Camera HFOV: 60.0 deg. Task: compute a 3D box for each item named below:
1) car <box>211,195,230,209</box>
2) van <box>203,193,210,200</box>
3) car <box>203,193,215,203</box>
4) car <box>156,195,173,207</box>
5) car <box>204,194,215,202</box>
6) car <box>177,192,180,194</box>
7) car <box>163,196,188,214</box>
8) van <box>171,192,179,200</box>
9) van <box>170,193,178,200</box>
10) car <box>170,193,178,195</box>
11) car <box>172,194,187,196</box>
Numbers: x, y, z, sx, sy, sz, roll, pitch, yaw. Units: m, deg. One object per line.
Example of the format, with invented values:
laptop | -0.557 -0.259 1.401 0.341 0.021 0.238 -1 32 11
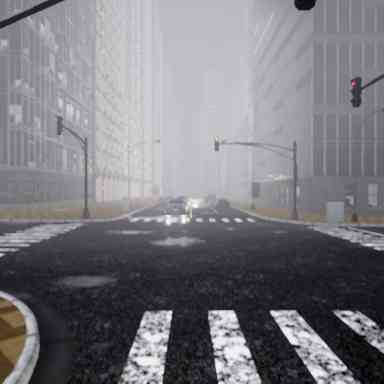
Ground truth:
car | 3.826 1.438 42.231 1.947 1.339 4.313 0 0 0
van | 3.521 1.050 80.921 1.690 1.788 3.998 0 0 0
car | 3.631 1.098 64.338 2.192 1.841 5.009 0 0 0
car | -4.140 1.433 47.705 1.802 1.307 4.206 0 0 0
car | 3.594 1.198 69.867 1.967 1.590 4.097 0 0 0
car | -1.709 1.295 67.985 2.128 1.511 4.902 0 0 0
car | -1.576 1.431 33.464 1.812 1.442 4.674 0 1 0
van | -4.395 1.026 86.397 1.690 1.788 3.998 0 0 0
van | -4.359 1.050 80.869 1.690 1.788 3.998 0 0 0
car | -4.249 1.349 64.288 1.947 1.339 4.313 0 0 0
car | -1.676 1.365 50.599 1.812 1.442 4.674 0 0 0
